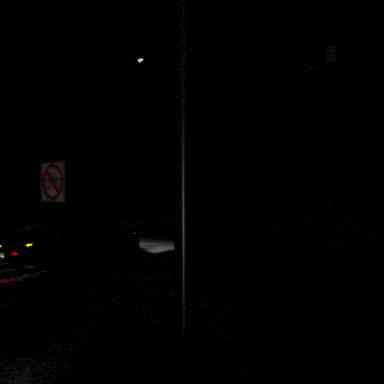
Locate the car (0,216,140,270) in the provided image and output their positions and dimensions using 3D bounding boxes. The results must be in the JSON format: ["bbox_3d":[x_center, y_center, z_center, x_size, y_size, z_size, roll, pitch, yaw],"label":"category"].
[{"bbox_3d":[-3.782,1.523,10.870,1.812,1.442,4.674,0,0,35],"label":"car"}]
